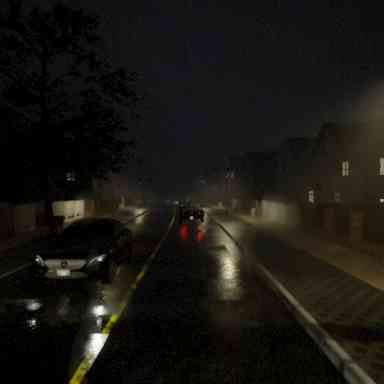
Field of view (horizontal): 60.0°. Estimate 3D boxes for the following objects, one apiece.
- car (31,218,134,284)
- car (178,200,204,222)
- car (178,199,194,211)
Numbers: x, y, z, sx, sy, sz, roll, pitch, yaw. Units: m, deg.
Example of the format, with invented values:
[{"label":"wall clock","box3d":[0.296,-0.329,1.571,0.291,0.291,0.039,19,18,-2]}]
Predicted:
[{"label":"car","box3d":[-2.845,1.514,9.647,1.812,1.442,4.674,0,0,0]},{"label":"car","box3d":[-0.079,1.594,26.472,1.895,1.301,4.718,0,0,-1]},{"label":"car","box3d":[-0.803,1.631,42.026,1.895,1.301,4.718,0,0,-4]}]
